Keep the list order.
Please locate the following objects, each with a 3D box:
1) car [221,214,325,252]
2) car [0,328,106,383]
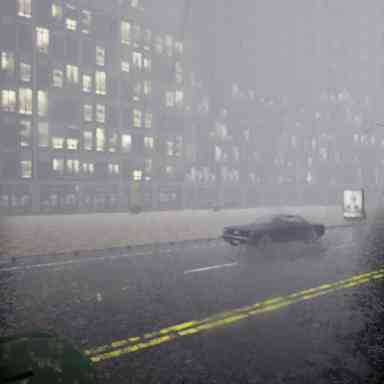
[{"bbox_3d":[3.523,1.637,14.168,4.718,1.301,1.895,0,0,-35],"label":"car"},{"bbox_3d":[-2.671,1.597,1.535,4.718,1.301,1.895,0,0,-35],"label":"car"}]
